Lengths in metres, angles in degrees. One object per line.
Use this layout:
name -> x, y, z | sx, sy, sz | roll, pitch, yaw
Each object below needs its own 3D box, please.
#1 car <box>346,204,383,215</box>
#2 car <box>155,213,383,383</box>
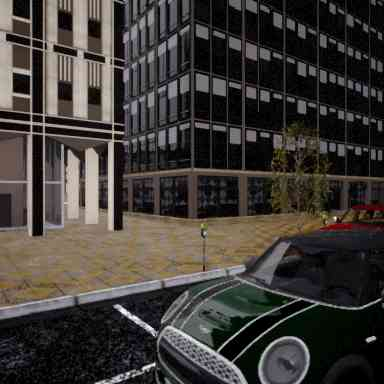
car -> 5.917, 1.314, 10.516 | 5.009, 1.841, 2.192 | 0, 0, -36
car -> 1.790, 1.352, 4.353 | 4.553, 1.767, 2.097 | 0, 0, -36
